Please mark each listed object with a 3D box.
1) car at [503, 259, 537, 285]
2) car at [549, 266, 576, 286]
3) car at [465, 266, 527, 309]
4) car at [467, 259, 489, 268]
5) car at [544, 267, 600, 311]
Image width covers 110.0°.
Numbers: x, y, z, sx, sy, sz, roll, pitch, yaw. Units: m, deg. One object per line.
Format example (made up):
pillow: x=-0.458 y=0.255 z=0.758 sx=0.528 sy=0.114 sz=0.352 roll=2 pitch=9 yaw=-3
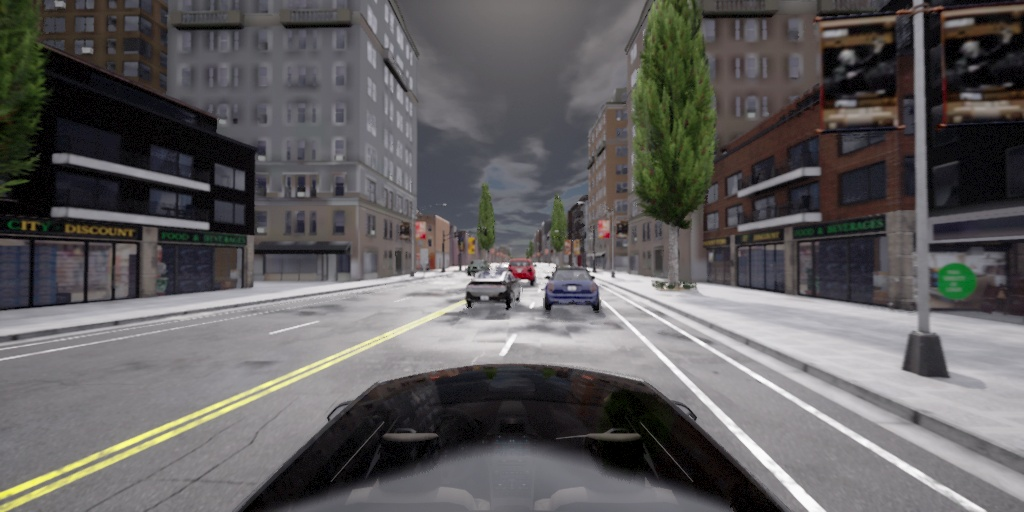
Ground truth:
car: x=0.839 y=1.276 z=29.928 sx=2.150 sy=2.045 sz=5.566 roll=0 pitch=0 yaw=6
car: x=4.066 y=1.596 z=29.541 sx=2.033 sy=1.411 sz=5.357 roll=0 pitch=-1 yaw=6
car: x=-0.715 y=1.389 z=15.877 sx=2.128 sy=1.511 sz=4.902 roll=0 pitch=0 yaw=7
car: x=-4.298 y=1.459 z=46.216 sx=2.150 sy=2.045 sz=5.566 roll=0 pitch=-1 yaw=4
car: x=2.498 y=1.243 z=15.388 sx=2.097 sy=1.767 sz=4.553 roll=0 pitch=-1 yaw=7
